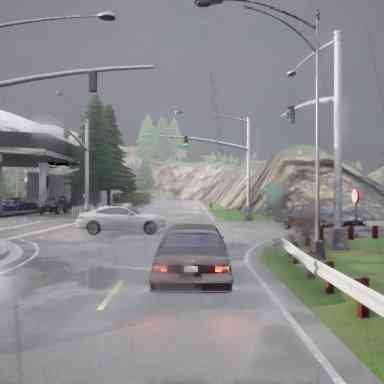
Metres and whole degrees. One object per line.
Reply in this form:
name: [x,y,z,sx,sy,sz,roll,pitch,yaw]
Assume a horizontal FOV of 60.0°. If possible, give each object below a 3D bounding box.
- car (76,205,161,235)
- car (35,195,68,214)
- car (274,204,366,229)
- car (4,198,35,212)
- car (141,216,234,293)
car: [-3.647,1.415,17.461,4.674,1.442,1.812,0,0,-1]
car: [-14.600,1.313,35.292,1.905,1.878,3.866,0,0,-1]
car: [6.496,1.359,17.631,2.033,1.411,5.357,0,0,-20]
car: [-20.315,1.480,39.558,2.242,1.667,4.611,0,0,-1]
car: [0.032,1.547,8.978,2.033,1.411,5.357,0,0,1]
